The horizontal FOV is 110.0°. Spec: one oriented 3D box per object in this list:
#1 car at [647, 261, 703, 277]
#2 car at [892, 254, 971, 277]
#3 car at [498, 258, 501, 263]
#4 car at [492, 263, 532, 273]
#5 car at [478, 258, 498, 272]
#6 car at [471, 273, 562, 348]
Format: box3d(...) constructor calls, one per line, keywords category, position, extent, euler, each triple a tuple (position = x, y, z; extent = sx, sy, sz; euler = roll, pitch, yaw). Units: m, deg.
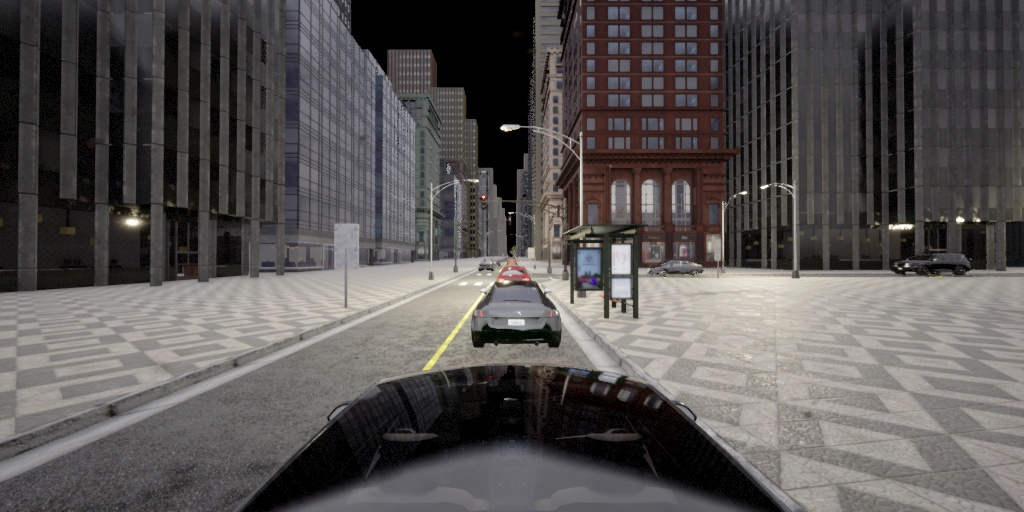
box3d(category="car", position=(15.087, 1.178, 33.236), extent=(4.902, 1.511, 2.128), euler=(0, -1, 0))
box3d(category="car", position=(38.736, 0.823, 33.205), extent=(5.566, 2.045, 2.150), euler=(0, -1, 0))
box3d(category="car", position=(-3.083, 1.132, 64.834), extent=(2.128, 1.511, 4.902), euler=(0, 0, 0))
box3d(category="car", position=(0.110, 1.269, 19.104), extent=(1.812, 1.442, 4.674), euler=(0, 0, 1))
box3d(category="car", position=(-3.110, 1.243, 44.249), extent=(2.033, 1.411, 5.357), euler=(0, 0, 0))
box3d(category="car", position=(0.095, 1.314, 9.270), extent=(1.994, 1.385, 4.181), euler=(0, 0, 0))
